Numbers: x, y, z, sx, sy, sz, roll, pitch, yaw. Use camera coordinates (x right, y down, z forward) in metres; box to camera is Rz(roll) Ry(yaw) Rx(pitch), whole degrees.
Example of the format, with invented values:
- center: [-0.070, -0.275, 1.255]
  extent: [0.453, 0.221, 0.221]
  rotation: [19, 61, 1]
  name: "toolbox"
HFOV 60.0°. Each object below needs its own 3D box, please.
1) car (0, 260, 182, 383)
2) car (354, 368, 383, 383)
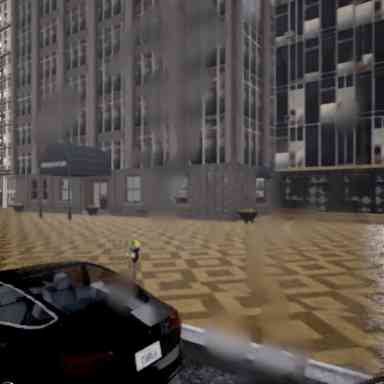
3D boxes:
- center: [-2.105, 1.603, 4.361]
  extent: [4.313, 1.339, 1.947]
  rotation: [-1, 0, 35]
  name: "car"
- center: [2.492, 1.427, 1.091]
  extent: [4.097, 1.590, 1.967]
  rotation: [-1, 0, 35]
  name: "car"
